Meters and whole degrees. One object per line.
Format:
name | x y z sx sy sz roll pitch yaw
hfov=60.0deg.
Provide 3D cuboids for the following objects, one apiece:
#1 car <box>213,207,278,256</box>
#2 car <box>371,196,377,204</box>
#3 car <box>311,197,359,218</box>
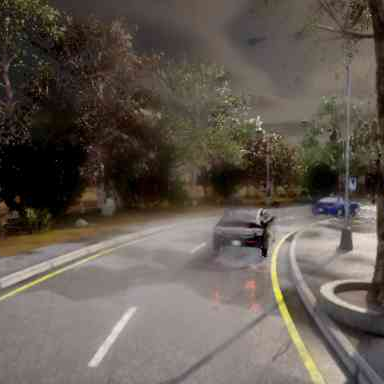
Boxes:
car | 2.139 1.327 12.634 2.128 1.511 4.902 1 1 18
car | 24.942 0.815 42.644 5.357 1.411 2.033 -2 2 -40
car | 11.055 1.102 25.514 5.008 1.535 1.882 -1 2 -42
